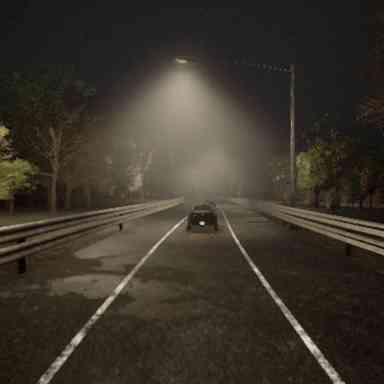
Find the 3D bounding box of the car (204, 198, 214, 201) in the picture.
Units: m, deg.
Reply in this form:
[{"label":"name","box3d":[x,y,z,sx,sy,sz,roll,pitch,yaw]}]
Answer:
[{"label":"car","box3d":[2.512,1.620,49.431,2.033,1.411,5.357,0,0,1]}]

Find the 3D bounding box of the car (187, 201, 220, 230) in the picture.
[{"label":"car","box3d":[0.739,1.536,21.471,1.837,1.490,4.892,0,0,4]}]
